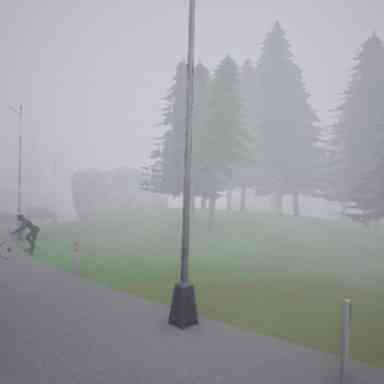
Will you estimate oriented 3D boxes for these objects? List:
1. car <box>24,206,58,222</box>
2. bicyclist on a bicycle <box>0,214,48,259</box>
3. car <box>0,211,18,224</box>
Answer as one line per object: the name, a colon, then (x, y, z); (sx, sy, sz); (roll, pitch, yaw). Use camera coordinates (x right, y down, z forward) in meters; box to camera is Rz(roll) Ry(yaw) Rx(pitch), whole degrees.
car: (-21.094, 3.065, 46.680); (2.150, 2.045, 5.566); (2, -4, 7)
bicyclist on a bicycle: (-6.230, 1.651, 12.381); (1.656, 1.620, 0.582); (2, -2, -38)
car: (-20.962, 2.784, 36.688); (1.994, 1.385, 4.181); (2, -3, -5)
